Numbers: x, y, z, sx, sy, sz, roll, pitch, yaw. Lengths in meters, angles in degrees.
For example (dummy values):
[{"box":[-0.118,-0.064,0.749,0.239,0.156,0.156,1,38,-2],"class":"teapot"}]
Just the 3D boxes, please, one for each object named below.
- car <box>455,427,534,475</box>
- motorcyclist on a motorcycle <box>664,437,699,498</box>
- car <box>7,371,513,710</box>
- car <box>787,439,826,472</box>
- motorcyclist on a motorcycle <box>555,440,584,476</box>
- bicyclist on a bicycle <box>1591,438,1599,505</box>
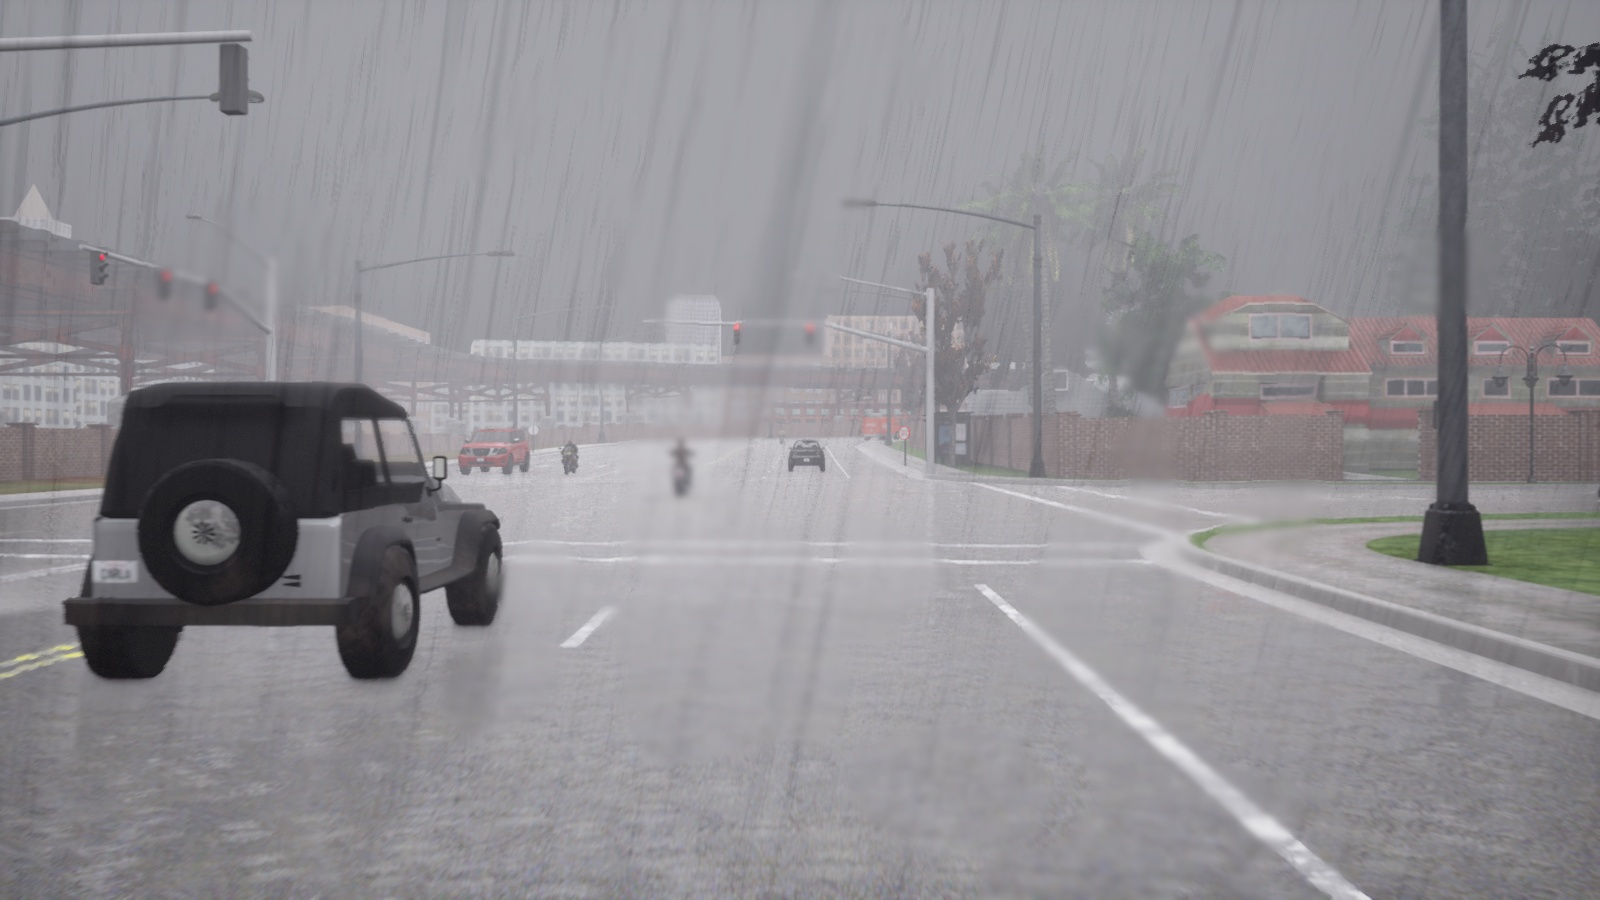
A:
[{"box":[-13.693,0.003,56.600,2.150,2.045,5.566,0,1,0],"class":"car"},{"box":[-3.304,0.478,35.232,0.766,1.649,2.350,0,0,0],"class":"motorcyclist on a motorcycle"},{"box":[-3.438,0.489,8.898,1.905,1.878,3.866,0,0,0],"class":"car"},{"box":[0.327,0.235,60.633,1.816,1.474,4.193,0,1,0],"class":"car"},{"box":[-10.200,0.336,55.650,0.866,1.530,2.191,0,1,0],"class":"motorcyclist on a motorcycle"},{"box":[20.113,0.528,30.292,1.509,1.612,0.866,0,0,-2],"class":"bicyclist on a bicycle"}]
